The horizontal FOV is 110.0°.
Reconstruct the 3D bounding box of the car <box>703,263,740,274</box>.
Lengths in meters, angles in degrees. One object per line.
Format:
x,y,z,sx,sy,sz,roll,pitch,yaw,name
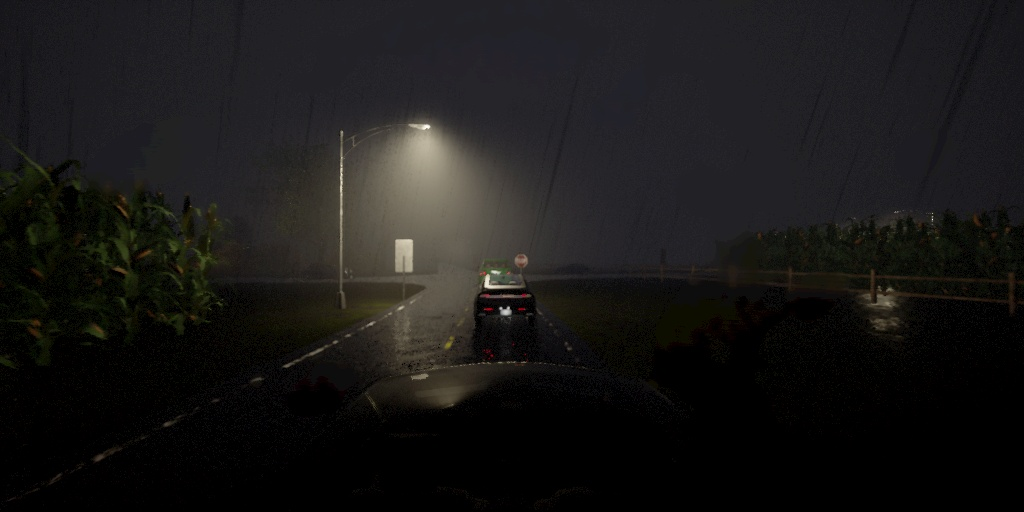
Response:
27.839,1.553,46.836,5.357,1.411,2.033,0,0,-9,car

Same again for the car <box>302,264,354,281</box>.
-18.406,1.595,36.085,4.553,1.767,2.097,0,0,-3,car

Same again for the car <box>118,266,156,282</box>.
-36.890,1.698,34.332,4.553,1.767,2.097,0,-1,-6,car

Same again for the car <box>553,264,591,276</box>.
7.294,1.656,43.666,4.674,1.442,1.812,0,0,-7,car

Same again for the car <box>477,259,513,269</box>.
-1.114,1.215,23.549,2.150,2.045,5.566,0,-1,-4,car

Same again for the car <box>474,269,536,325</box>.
-0.287,1.357,12.296,2.128,1.511,4.902,0,-1,-3,car
